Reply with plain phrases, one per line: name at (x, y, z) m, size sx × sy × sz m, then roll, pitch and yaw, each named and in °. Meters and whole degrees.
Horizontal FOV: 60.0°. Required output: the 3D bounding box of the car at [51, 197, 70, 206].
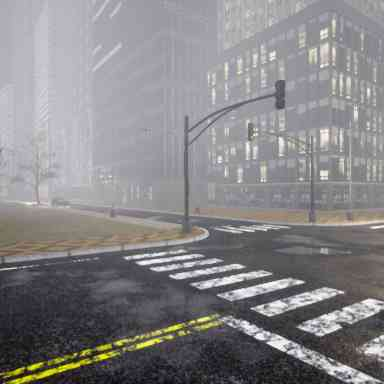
car at (-21.594, 1.553, 54.301) m, size 2.033 × 1.411 × 5.357 m, roll 0°, pitch 0°, yaw -35°
